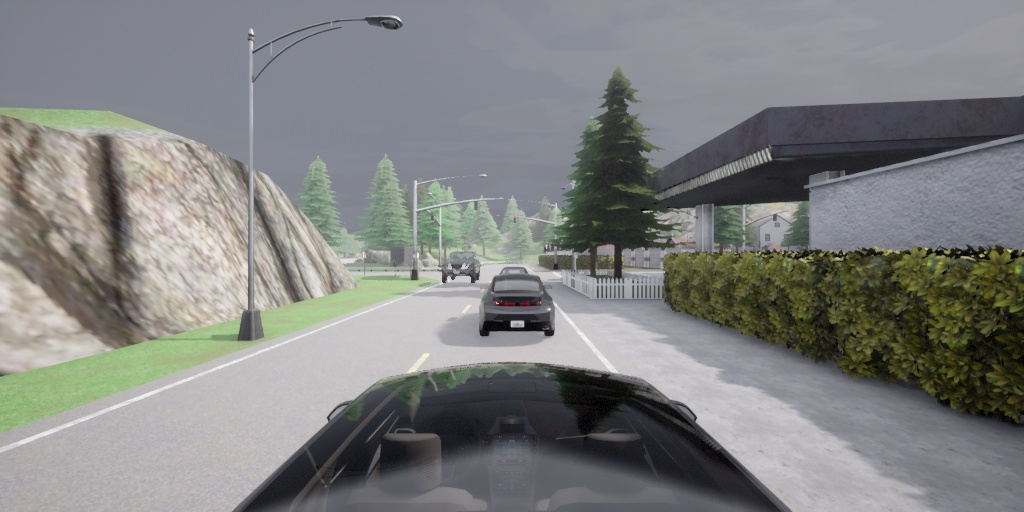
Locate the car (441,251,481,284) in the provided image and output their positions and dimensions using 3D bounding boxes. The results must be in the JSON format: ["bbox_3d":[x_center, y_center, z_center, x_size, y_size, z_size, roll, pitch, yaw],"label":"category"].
[{"bbox_3d":[-3.437,0.629,24.973,2.150,2.045,5.566,0,0,0],"label":"car"}]

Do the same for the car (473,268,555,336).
[{"bbox_3d":[0.123,1.255,10.334,1.837,1.490,4.892,0,0,0],"label":"car"}]
